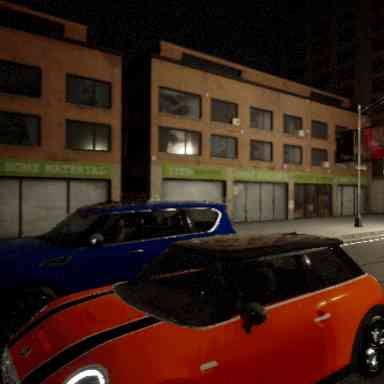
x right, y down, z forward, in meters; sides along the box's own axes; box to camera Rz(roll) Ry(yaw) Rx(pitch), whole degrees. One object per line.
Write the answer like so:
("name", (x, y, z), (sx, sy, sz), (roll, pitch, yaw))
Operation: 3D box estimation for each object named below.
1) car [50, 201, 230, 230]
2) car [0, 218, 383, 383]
("car", (-1.489, 1.224, 6.617), (5.566, 2.045, 2.150), (0, 0, -35))
("car", (0.316, 1.355, 3.910), (4.553, 1.767, 2.097), (0, 0, -35))
